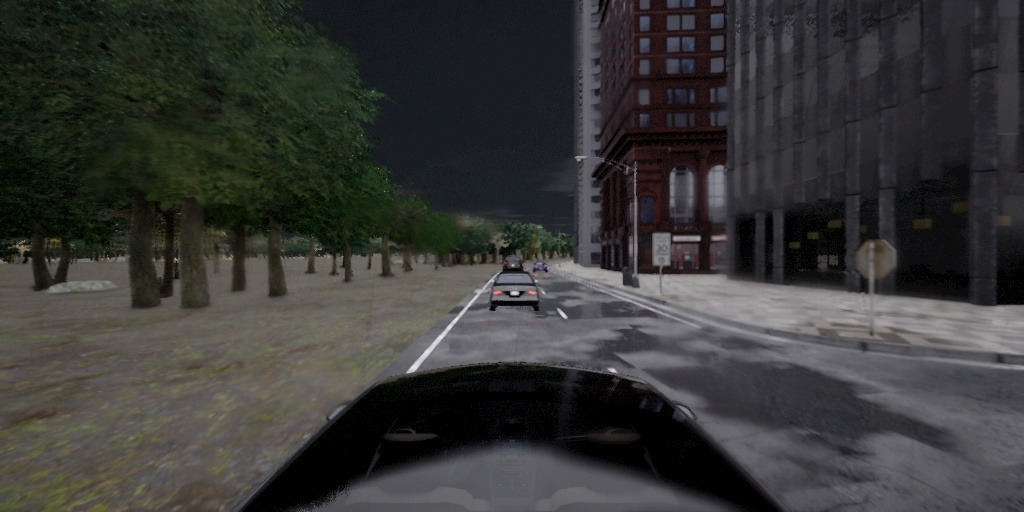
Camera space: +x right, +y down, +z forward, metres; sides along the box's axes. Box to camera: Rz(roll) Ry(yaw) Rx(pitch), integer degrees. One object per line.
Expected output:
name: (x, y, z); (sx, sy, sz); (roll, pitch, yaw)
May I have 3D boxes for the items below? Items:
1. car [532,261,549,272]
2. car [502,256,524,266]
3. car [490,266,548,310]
car: (3.692, 1.420, 46.654); (1.812, 1.442, 4.674); (0, 0, 3)
car: (0.125, 1.061, 38.026); (2.150, 2.045, 5.566); (0, 0, 1)
car: (0.102, 1.306, 14.595); (2.033, 1.411, 5.357); (0, 0, 0)
